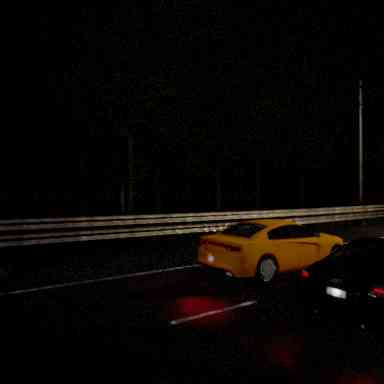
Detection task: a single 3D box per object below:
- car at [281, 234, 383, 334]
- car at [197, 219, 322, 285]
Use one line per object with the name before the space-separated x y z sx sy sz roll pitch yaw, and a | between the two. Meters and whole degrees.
car | 3.984 1.626 6.583 4.181 1.385 1.994 1 0 -35
car | 2.490 1.545 9.814 5.008 1.535 1.882 1 0 -35
